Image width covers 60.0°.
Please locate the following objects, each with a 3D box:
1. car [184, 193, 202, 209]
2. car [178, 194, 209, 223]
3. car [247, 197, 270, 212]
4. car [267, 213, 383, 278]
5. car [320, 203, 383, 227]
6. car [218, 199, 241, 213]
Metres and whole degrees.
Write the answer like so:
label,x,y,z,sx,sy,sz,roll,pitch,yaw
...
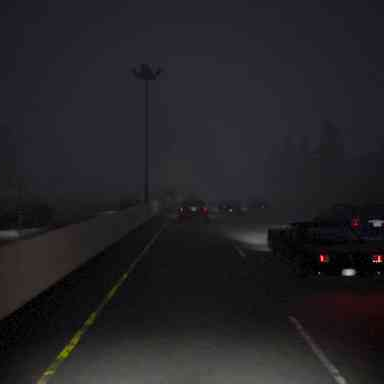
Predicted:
label,x,y,z,sx,sy,sz,roll,pitch,yaw
car,0.105,1.081,41.789,2.097,1.767,4.553,0,0,0
car,0.105,1.194,24.346,2.097,1.767,4.553,0,0,0
car,7.105,1.295,35.609,1.812,1.442,4.674,0,0,0
car,3.600,1.536,9.847,1.895,1.301,4.718,0,0,0
car,7.102,1.255,14.851,2.097,1.767,4.553,0,0,0
car,3.605,1.387,33.026,1.895,1.301,4.718,0,0,0
